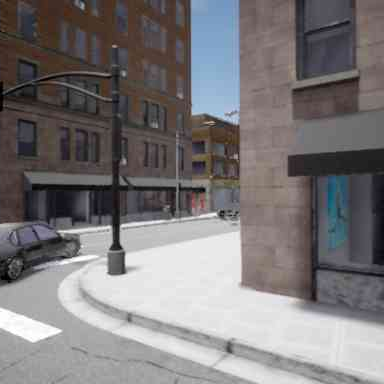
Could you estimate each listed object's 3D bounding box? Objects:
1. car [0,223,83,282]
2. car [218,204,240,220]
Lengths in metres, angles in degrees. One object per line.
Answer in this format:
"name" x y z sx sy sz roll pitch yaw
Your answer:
"car" -5.343 1.649 10.166 2.033 1.411 5.357 -1 0 7
"car" 4.189 1.737 30.175 1.895 1.301 4.718 -1 0 35
